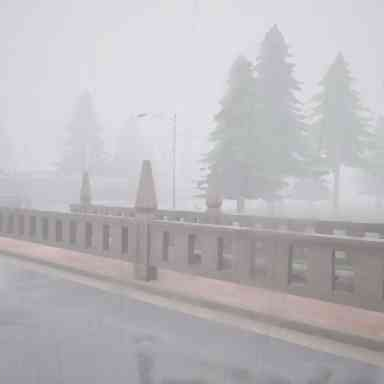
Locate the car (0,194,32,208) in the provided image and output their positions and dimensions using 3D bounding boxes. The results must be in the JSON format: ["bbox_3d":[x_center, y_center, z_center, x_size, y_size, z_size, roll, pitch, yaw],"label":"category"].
[{"bbox_3d":[-17.653,0.979,31.219,1.837,1.490,4.892,1,1,38],"label":"car"}]
